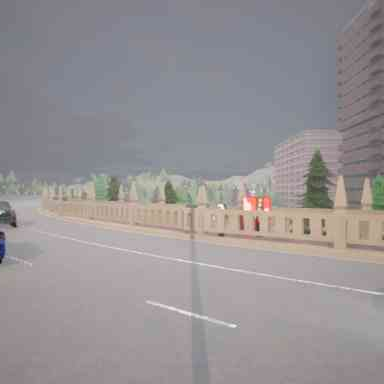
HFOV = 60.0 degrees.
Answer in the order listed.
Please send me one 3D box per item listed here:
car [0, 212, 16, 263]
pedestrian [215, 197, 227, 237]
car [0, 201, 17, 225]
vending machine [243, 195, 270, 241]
[{"bbox_3d":[-7.721,1.477,10.810,5.008,1.535,1.882,0,0,44],"label":"car"},{"bbox_3d":[1.386,1.141,15.608,0.375,1.860,0.375,0,0,41],"label":"pedestrian"},{"bbox_3d":[-13.118,1.351,21.904,2.097,1.767,4.553,0,0,-39],"label":"car"},{"bbox_3d":[3.112,1.195,16.008,0.880,2.100,1.100,0,0,41],"label":"vending machine"}]
